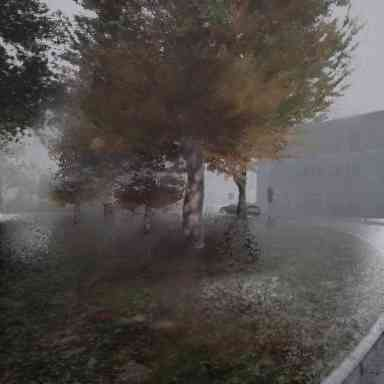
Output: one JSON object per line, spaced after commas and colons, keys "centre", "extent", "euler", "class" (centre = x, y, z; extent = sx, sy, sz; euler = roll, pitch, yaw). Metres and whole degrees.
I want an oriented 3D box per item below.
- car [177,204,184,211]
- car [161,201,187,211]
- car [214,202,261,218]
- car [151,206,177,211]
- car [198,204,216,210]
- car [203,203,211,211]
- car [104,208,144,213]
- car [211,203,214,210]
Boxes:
{"centre": [-5.053, 3.008, 71.239], "extent": [5.566, 2.045, 2.435], "euler": [1, -2, 2], "class": "car"}
{"centre": [-3.876, 3.162, 73.997], "extent": [5.566, 2.045, 2.435], "euler": [1, -3, 2], "class": "car"}
{"centre": [4.963, 1.829, 34.732], "extent": [2.128, 1.511, 4.902], "euler": [4, -2, -35], "class": "car"}
{"centre": [-6.136, 3.110, 68.474], "extent": [4.892, 1.521, 2.231], "euler": [1, -2, 2], "class": "car"}
{"centre": [4.229, 4.285, 93.125], "extent": [4.892, 1.521, 2.231], "euler": [1, -2, 4], "class": "car"}
{"centre": [1.819, 4.112, 87.669], "extent": [4.792, 1.488, 2.163], "euler": [1, -2, 3], "class": "car"}
{"centre": [-9.531, 1.988, 47.053], "extent": [5.566, 2.045, 2.150], "euler": [-1, -3, 11], "class": "car"}
{"centre": [3.012, 3.937, 90.402], "extent": [5.566, 2.045, 2.435], "euler": [1, -1, 3], "class": "car"}
